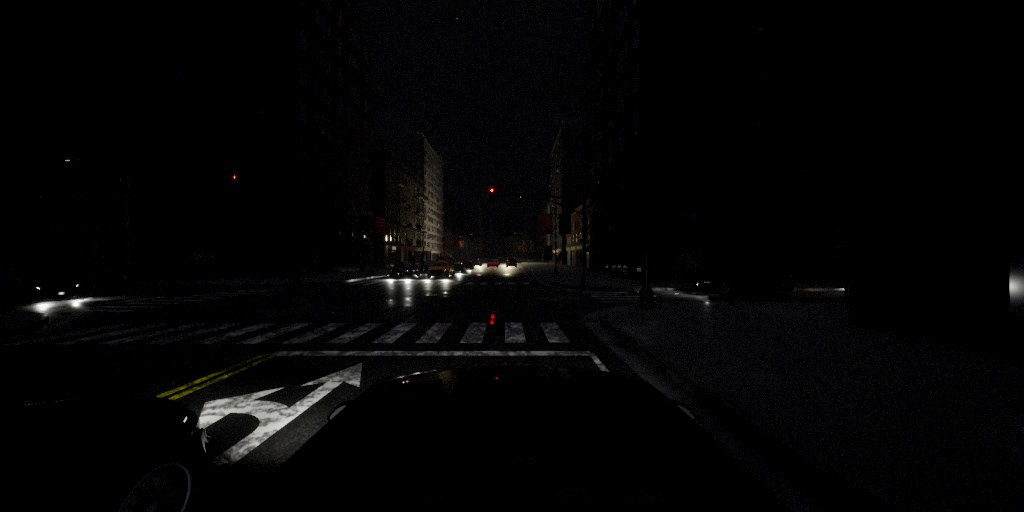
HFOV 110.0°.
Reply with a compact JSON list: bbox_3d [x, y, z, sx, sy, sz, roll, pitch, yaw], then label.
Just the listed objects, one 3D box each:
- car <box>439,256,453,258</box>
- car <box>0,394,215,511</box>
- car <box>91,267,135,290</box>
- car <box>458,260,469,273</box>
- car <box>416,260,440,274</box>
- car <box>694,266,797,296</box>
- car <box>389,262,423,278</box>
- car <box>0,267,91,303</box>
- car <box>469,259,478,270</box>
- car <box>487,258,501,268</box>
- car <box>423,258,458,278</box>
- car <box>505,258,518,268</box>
[{"bbox_3d":[-9.922,0.961,53.285,2.150,2.045,5.566,0,0,0],"label":"car"},{"bbox_3d":[-3.243,1.276,0.818,1.812,1.442,4.674,0,0,0],"label":"car"},{"bbox_3d":[-25.404,1.330,21.630,4.313,1.339,1.948,0,0,0],"label":"car"},{"bbox_3d":[-6.663,1.310,42.910,1.994,1.385,4.181,0,0,0],"label":"car"},{"bbox_3d":[-9.908,1.272,42.561,1.812,1.442,4.674,0,0,0],"label":"car"},{"bbox_3d":[12.430,1.294,19.298,4.892,1.490,1.837,0,0,1],"label":"car"},{"bbox_3d":[-9.897,1.274,33.546,1.812,1.442,4.674,0,0,0],"label":"car"},{"bbox_3d":[-22.919,1.290,16.136,5.357,1.411,2.033,0,0,0],"label":"car"},{"bbox_3d":[-6.667,1.307,52.811,1.994,1.385,4.181,0,0,0],"label":"car"},{"bbox_3d":[-3.344,1.341,62.677,1.895,1.301,4.718,0,0,0],"label":"car"},{"bbox_3d":[-6.647,1.226,33.921,1.882,1.535,5.008,0,0,0],"label":"car"},{"bbox_3d":[-0.093,1.245,62.235,1.837,1.490,4.892,0,0,0],"label":"car"}]
